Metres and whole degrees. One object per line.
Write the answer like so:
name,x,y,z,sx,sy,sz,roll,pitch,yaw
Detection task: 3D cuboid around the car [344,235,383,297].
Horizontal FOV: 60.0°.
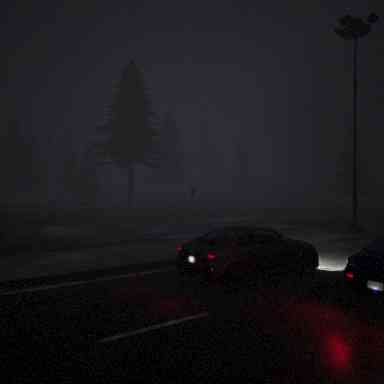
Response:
car,5.291,1.585,7.520,4.674,1.442,1.812,0,0,-35

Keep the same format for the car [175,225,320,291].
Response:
car,1.632,1.611,9.224,4.181,1.385,1.994,0,0,-35
